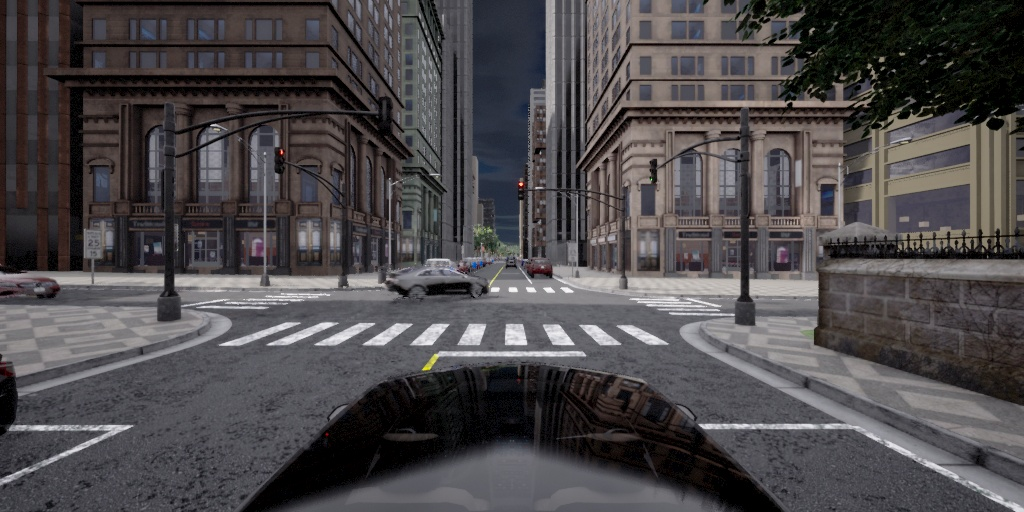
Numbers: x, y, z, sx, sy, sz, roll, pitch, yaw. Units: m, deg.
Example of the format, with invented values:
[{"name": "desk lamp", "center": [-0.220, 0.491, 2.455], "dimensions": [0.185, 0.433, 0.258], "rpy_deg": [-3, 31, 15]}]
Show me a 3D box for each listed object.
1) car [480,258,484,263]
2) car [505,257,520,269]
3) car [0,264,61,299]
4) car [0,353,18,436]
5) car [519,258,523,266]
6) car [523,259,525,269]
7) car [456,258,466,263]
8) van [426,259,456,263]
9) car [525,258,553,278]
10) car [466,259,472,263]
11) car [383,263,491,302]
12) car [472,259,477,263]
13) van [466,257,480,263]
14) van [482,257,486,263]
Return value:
[{"name": "car", "center": [-5.904, 1.347, 55.593], "dimensions": [1.888, 1.381, 4.507], "rpy_deg": [0, 0, 0]}, {"name": "car", "center": [-0.099, 1.312, 59.048], "dimensions": [1.837, 1.490, 4.892], "rpy_deg": [0, 0, 1]}, {"name": "car", "center": [-20.256, 0.987, 13.597], "dimensions": [4.674, 1.442, 1.812], "rpy_deg": [1, 0, 0]}, {"name": "car", "center": [-5.762, 1.316, 1.731], "dimensions": [1.948, 1.339, 4.313], "rpy_deg": [0, 0, 0]}, {"name": "car", "center": [2.621, 1.352, 55.623], "dimensions": [2.007, 1.370, 4.403], "rpy_deg": [0, 0, 0]}, {"name": "car", "center": [2.664, 1.092, 39.301], "dimensions": [2.192, 1.841, 5.009], "rpy_deg": [0, 0, 0]}, {"name": "car", "center": [-5.847, 1.210, 33.829], "dimensions": [1.967, 1.591, 4.097], "rpy_deg": [0, 0, 0]}, {"name": "van", "center": [-5.832, 1.105, 28.388], "dimensions": [1.690, 1.789, 3.998], "rpy_deg": [0, 0, 0]}, {"name": "car", "center": [2.679, 1.085, 33.860], "dimensions": [2.192, 1.841, 5.009], "rpy_deg": [0, 0, 0]}, {"name": "car", "center": [-5.861, 1.322, 39.269], "dimensions": [1.888, 1.381, 4.507], "rpy_deg": [0, 0, 0]}, {"name": "car", "center": [-3.382, 1.224, 16.654], "dimensions": [4.902, 1.511, 2.128], "rpy_deg": [1, 0, -35]}, {"name": "car", "center": [-5.876, 1.351, 44.710], "dimensions": [1.948, 1.339, 4.313], "rpy_deg": [0, 0, 0]}, {"name": "van", "center": [-5.890, 1.134, 50.152], "dimensions": [1.690, 1.789, 3.998], "rpy_deg": [0, 0, 0]}, {"name": "van", "center": [-5.919, 1.151, 61.035], "dimensions": [1.690, 1.789, 3.998], "rpy_deg": [0, 0, 0]}]
